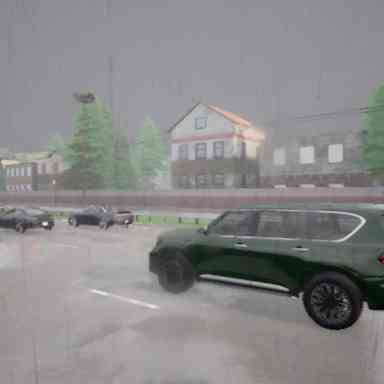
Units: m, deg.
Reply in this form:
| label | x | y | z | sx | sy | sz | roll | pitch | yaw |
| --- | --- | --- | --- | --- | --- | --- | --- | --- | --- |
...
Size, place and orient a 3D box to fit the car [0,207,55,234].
| label | x | y | z | sx | sy | sz | roll | pitch | yaw |
| --- | --- | --- | --- | --- | --- | --- | --- | --- | --- |
| car | -10.006 | 1.599 | 19.730 | 4.674 | 1.442 | 1.812 | 0 | 0 | 35 |

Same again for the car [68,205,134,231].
| label | x | y | z | sx | sy | sz | roll | pitch | yaw |
| --- | --- | --- | --- | --- | --- | --- | --- | --- | --- |
| car | -5.838 | 1.555 | 21.071 | 4.902 | 1.511 | 2.128 | 0 | 0 | 36 |

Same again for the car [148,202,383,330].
| label | x | y | z | sx | sy | sz | roll | pitch | yaw |
| --- | --- | --- | --- | --- | --- | --- | --- | --- | --- |
| car | 1.609 | 1.231 | 7.147 | 5.566 | 2.045 | 2.150 | 0 | 0 | 36 |
